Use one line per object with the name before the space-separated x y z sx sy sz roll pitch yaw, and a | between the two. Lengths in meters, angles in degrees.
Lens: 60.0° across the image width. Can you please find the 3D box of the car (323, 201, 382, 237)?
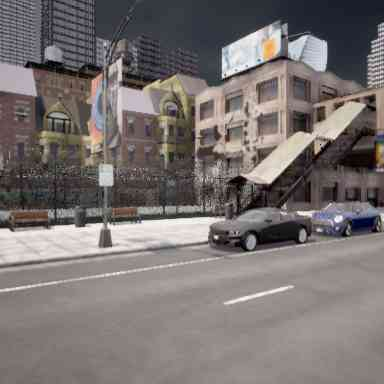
car | 8.075 1.300 17.662 4.553 1.767 2.185 0 0 -36

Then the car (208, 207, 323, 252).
car | 2.925 1.424 13.817 5.008 1.535 2.097 0 0 -36
